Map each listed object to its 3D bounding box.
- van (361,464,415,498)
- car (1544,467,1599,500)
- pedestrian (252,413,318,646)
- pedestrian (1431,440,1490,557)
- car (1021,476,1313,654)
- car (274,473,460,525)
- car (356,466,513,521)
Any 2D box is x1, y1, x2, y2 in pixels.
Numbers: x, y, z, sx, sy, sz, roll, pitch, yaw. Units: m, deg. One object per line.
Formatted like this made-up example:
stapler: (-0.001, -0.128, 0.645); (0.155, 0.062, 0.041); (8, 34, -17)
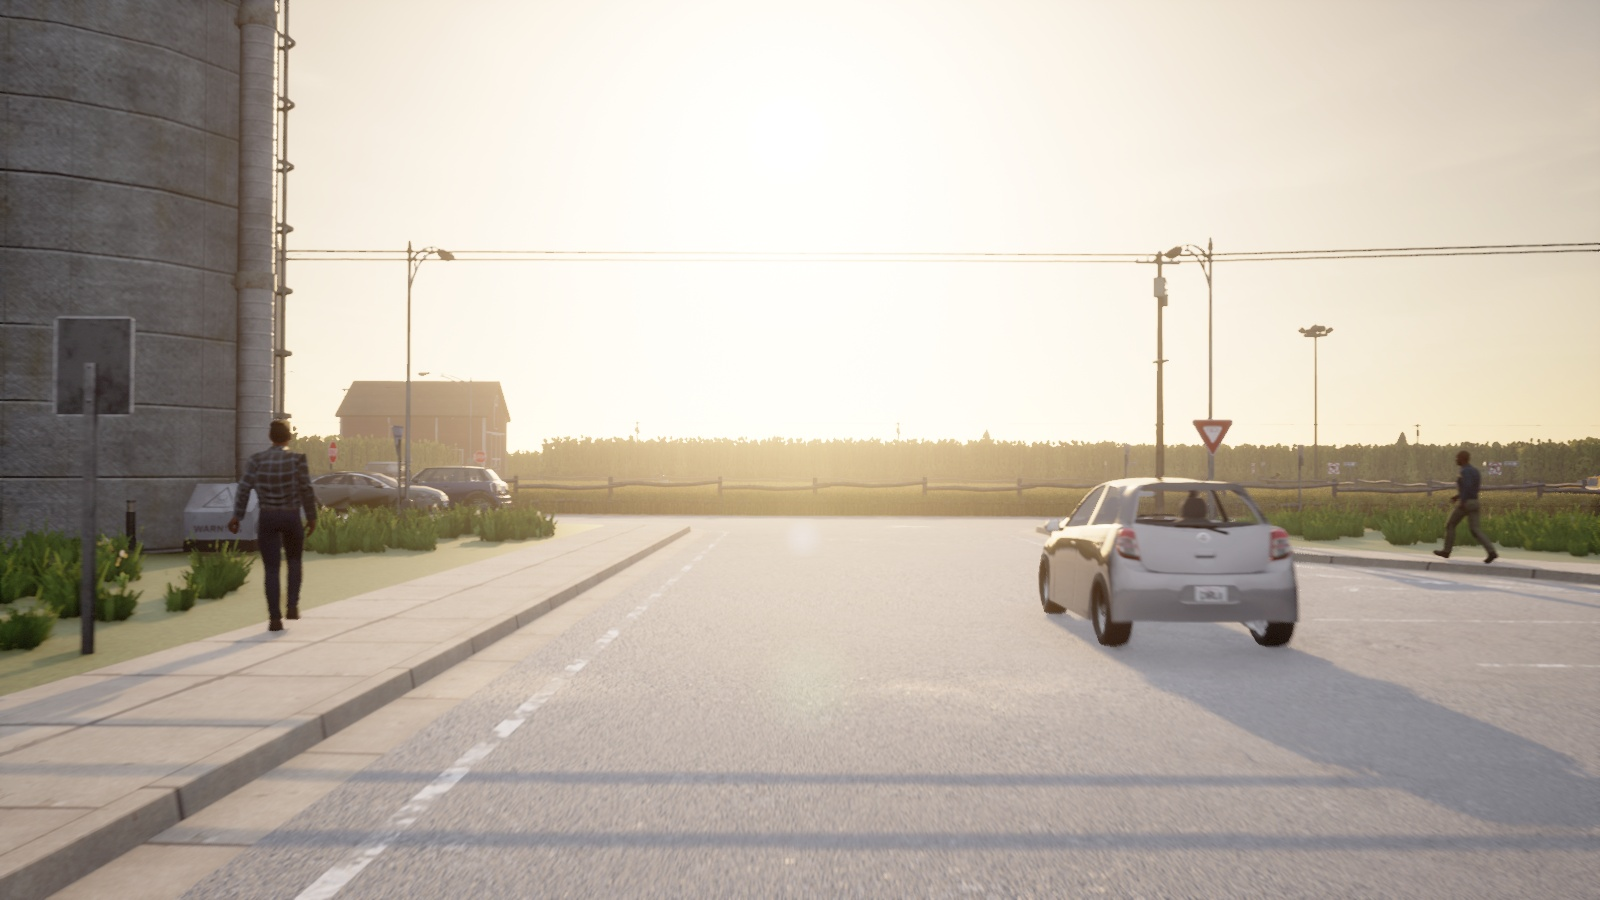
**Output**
van: (-25.177, 1.878, 76.893); (1.775, 1.987, 4.442); (0, -1, 1)
car: (39.393, 1.635, 62.078); (1.801, 1.575, 5.366); (0, -1, -3)
pedestrian: (-4.486, 0.672, 10.969); (0.423, 1.949, 0.788); (0, -1, -14)
pedestrian: (10.552, 0.764, 20.075); (0.370, 1.835, 0.726); (0, -1, -29)
car: (3.470, 1.025, 12.590); (1.845, 1.501, 3.633); (0, -1, 0)
car: (-13.052, 1.460, 38.057); (4.902, 1.511, 2.128); (0, -1, 1)
car: (-12.024, 1.417, 41.548); (4.553, 1.767, 2.097); (0, -1, 1)
